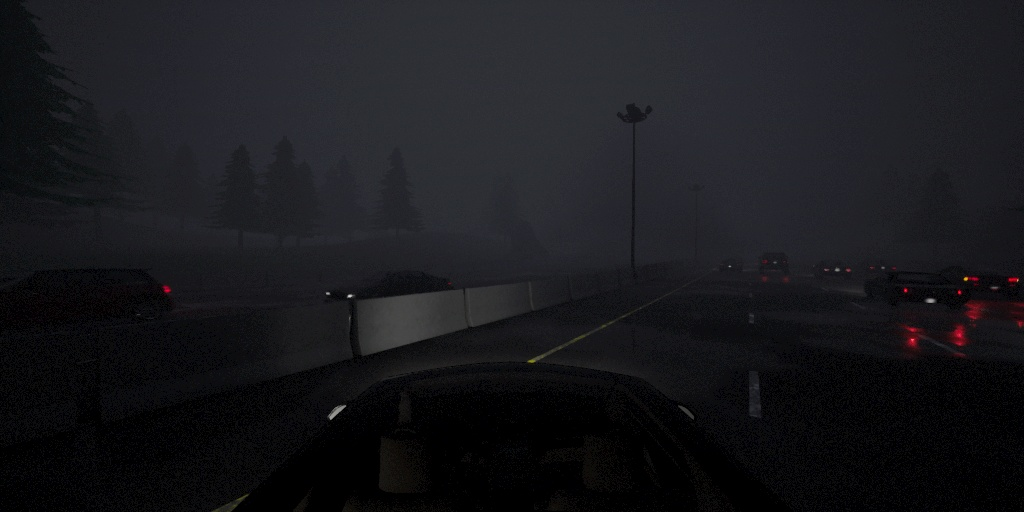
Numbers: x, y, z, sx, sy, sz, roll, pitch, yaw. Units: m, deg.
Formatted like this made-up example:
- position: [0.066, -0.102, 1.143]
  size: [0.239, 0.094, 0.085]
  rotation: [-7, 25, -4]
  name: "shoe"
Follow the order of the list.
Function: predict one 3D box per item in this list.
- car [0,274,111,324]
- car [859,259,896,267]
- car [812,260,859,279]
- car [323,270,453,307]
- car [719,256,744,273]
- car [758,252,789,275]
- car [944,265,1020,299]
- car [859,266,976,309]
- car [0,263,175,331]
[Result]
- position: [-15.913, 1.337, 10.898]
  size: [1.895, 1.301, 4.718]
  rotation: [0, 0, 34]
  name: "car"
- position: [31.022, 0.953, 30.717]
  size: [2.033, 1.411, 5.357]
  rotation: [0, 1, 34]
  name: "car"
- position: [25.392, 1.033, 28.542]
  size: [2.033, 1.411, 5.357]
  rotation: [0, 1, 33]
  name: "car"
- position: [-4.824, 1.281, 14.970]
  size: [2.033, 1.411, 5.357]
  rotation: [0, 0, 34]
  name: "car"
- position: [22.462, 0.956, 36.809]
  size: [1.994, 1.385, 4.181]
  rotation: [0, 1, 34]
  name: "car"
- position: [24.992, 0.629, 34.288]
  size: [2.150, 2.045, 5.566]
  rotation: [0, 1, 33]
  name: "car"
- position: [22.282, 1.158, 17.512]
  size: [1.812, 1.442, 4.674]
  rotation: [0, 1, 34]
  name: "car"
- position: [16.199, 1.284, 14.664]
  size: [1.895, 1.301, 4.718]
  rotation: [0, 1, 34]
  name: "car"
- position: [-12.443, 1.092, 9.800]
  size: [2.097, 1.767, 4.553]
  rotation: [0, 0, 34]
  name: "car"
